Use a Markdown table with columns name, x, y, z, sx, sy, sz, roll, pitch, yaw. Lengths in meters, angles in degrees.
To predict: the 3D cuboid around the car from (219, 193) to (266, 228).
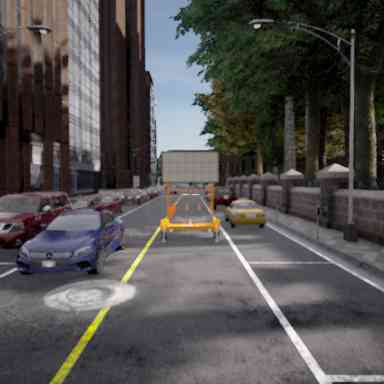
| name | x | y | z | sx | sy | sz | roll | pitch | yaw |
| --- | --- | --- | --- | --- | --- | --- | --- | --- | --- |
| car | 2.678 | 0.988 | 17.534 | 1.752 | 1.417 | 4.829 | 0 | 2 | 0 |

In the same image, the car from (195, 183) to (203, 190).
| name | x | y | z | sx | sy | sz | roll | pitch | yaw |
| --- | --- | --- | --- | --- | --- | --- | --- | --- | --- |
| car | 2.341 | -1.173 | 87.495 | 1.967 | 1.590 | 4.097 | 0 | 2 | 0 |

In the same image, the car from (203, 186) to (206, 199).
| name | x | y | z | sx | sy | sz | roll | pitch | yaw |
| --- | --- | --- | --- | --- | --- | --- | --- | --- | --- |
| car | 2.573 | 0.337 | 39.350 | 1.752 | 1.417 | 4.829 | 0 | 2 | 0 |

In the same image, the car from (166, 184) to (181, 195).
| name | x | y | z | sx | sy | sz | roll | pitch | yaw |
| --- | --- | --- | --- | --- | --- | --- | --- | --- | --- |
| car | -3.280 | -0.204 | 57.188 | 1.837 | 1.490 | 4.892 | 0 | 1 | 0 |

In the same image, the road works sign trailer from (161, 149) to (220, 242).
| name | x | y | z | sx | sy | sz | roll | pitch | yaw |
| --- | --- | --- | --- | --- | --- | --- | --- | --- | --- |
| road works sign trailer | -0.067 | 0.039 | 13.867 | 2.380 | 3.560 | 2.880 | 0 | 2 | 0 |

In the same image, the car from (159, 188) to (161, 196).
| name | x | y | z | sx | sy | sz | roll | pitch | yaw |
| --- | --- | --- | --- | --- | --- | --- | --- | --- | --- |
| car | -6.004 | -0.061 | 50.044 | 1.967 | 1.590 | 4.097 | 0 | 2 | 0 |

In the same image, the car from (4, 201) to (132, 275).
| name | x | y | z | sx | sy | sz | roll | pitch | yaw |
| --- | --- | --- | --- | --- | --- | --- | --- | --- | --- |
| car | -3.146 | 1.233 | 9.598 | 1.812 | 1.442 | 4.674 | 0 | 2 | 0 |

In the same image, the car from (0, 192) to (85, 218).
| name | x | y | z | sx | sy | sz | roll | pitch | yaw |
| --- | --- | --- | --- | --- | --- | --- | --- | --- | --- |
| car | -5.820 | 0.955 | 11.858 | 2.192 | 1.841 | 5.009 | 0 | 2 | 0 |

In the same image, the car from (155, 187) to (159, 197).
| name | x | y | z | sx | sy | sz | roll | pitch | yaw |
| --- | --- | --- | --- | --- | --- | --- | --- | --- | --- |
| car | -5.978 | 0.206 | 44.592 | 1.887 | 1.381 | 4.507 | 0 | 2 | 0 |

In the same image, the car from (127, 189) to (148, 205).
| name | x | y | z | sx | sy | sz | roll | pitch | yaw |
| --- | --- | --- | --- | --- | --- | --- | --- | --- | --- |
| car | -5.925 | 0.427 | 33.680 | 1.967 | 1.590 | 4.097 | 0 | 2 | 0 |

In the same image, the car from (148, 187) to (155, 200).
| name | x | y | z | sx | sy | sz | roll | pitch | yaw |
| --- | --- | --- | --- | --- | --- | --- | --- | --- | --- |
| car | -5.951 | 0.375 | 39.138 | 2.008 | 1.369 | 4.403 | 0 | 2 | 0 |

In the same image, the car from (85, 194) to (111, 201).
| name | x | y | z | sx | sy | sz | roll | pitch | yaw |
| --- | --- | --- | --- | --- | --- | --- | --- | --- | --- |
| car | -5.846 | 1.020 | 17.319 | 1.887 | 1.381 | 4.507 | 0 | 2 | 0 |

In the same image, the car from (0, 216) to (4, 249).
| name | x | y | z | sx | sy | sz | roll | pitch | yaw |
| --- | --- | --- | --- | --- | --- | --- | --- | --- | --- |
| car | -5.793 | 1.387 | 6.412 | 1.802 | 1.307 | 4.206 | 0 | 2 | 0 |

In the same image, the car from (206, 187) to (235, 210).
| name | x | y | z | sx | sy | sz | roll | pitch | yaw |
| --- | --- | --- | --- | --- | --- | --- | --- | --- | --- |
| car | 2.626 | 0.457 | 28.266 | 2.192 | 1.841 | 5.009 | 0 | 2 | 0 |

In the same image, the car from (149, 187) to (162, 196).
| name | x | y | z | sx | sy | sz | roll | pitch | yaw |
| --- | --- | --- | --- | --- | --- | --- | --- | --- | --- |
| car | -6.029 | -0.132 | 55.331 | 1.752 | 1.417 | 4.829 | 0 | 2 | 0 |

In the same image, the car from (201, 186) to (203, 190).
| name | x | y | z | sx | sy | sz | roll | pitch | yaw |
| --- | --- | --- | --- | --- | --- | --- | --- | --- | --- |
| car | 2.547 | 0.220 | 44.636 | 1.947 | 1.339 | 4.313 | 0 | 2 | 0 |

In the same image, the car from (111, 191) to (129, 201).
| name | x | y | z | sx | sy | sz | roll | pitch | yaw |
| --- | --- | --- | --- | --- | --- | --- | --- | --- | --- |
| car | -5.872 | 0.857 | 22.774 | 1.887 | 1.381 | 4.507 | 0 | 2 | 0 |
